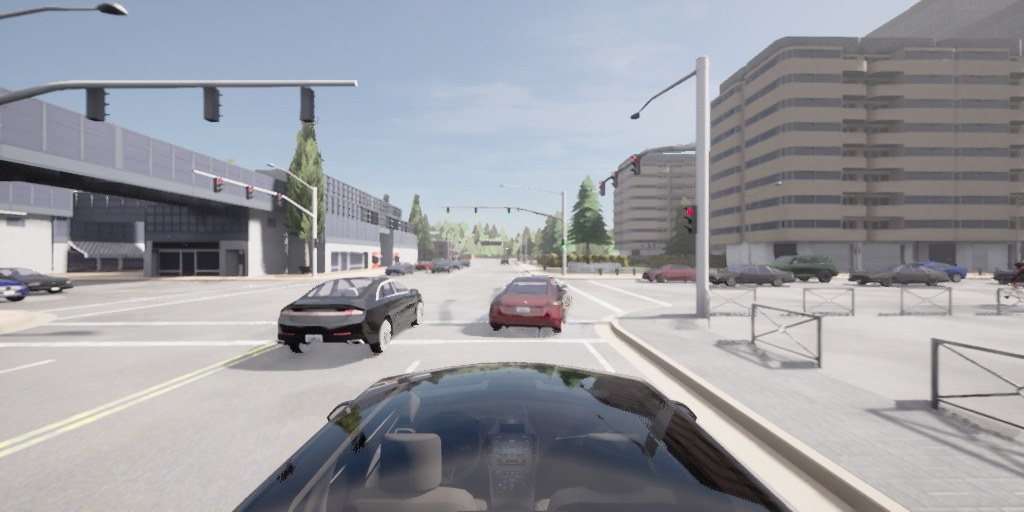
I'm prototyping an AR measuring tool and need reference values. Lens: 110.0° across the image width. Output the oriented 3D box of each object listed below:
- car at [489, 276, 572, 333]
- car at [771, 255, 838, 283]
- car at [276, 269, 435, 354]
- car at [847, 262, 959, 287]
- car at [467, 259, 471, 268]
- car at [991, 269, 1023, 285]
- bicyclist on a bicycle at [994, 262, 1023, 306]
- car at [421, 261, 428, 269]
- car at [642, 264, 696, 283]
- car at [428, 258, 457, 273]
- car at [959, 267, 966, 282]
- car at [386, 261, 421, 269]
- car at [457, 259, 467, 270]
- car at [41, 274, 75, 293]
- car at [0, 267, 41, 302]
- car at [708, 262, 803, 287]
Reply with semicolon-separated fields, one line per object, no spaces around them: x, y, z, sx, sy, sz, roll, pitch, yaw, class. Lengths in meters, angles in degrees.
0.701;1.308;10.936;1.994;1.385;4.181;0;0;12;car
21.348;0.948;27.154;5.566;2.045;2.150;0;0;-1;car
-3.515;1.237;8.740;2.128;1.511;4.902;0;0;-1;car
25.536;1.276;23.740;5.357;1.411;2.033;0;0;-1;car
-8.280;1.185;62.256;1.882;1.535;5.008;0;0;-1;car
35.401;1.327;23.935;4.718;1.301;1.895;0;0;-1;car
18.060;1.040;12.596;0.582;1.620;1.656;0;0;-1;bicyclist on a bicycle
-11.575;1.320;46.651;1.895;1.301;4.718;0;0;-1;car
12.003;1.293;26.955;4.181;1.385;1.994;0;0;-1;car
-7.981;1.287;41.490;1.994;1.385;4.181;0;0;-1;car
31.376;1.202;27.359;5.008;1.535;1.882;0;0;-1;car
-11.421;1.274;37.064;2.033;1.411;5.357;0;0;0;car
-8.155;1.262;51.789;2.033;1.411;5.357;0;0;0;car
-25.995;1.291;18.298;5.357;1.411;2.033;0;0;-1;car
-23.180;1.271;14.840;4.674;1.442;1.812;0;0;-1;car
15.463;1.278;23.527;5.357;1.411;2.033;0;0;-1;car
